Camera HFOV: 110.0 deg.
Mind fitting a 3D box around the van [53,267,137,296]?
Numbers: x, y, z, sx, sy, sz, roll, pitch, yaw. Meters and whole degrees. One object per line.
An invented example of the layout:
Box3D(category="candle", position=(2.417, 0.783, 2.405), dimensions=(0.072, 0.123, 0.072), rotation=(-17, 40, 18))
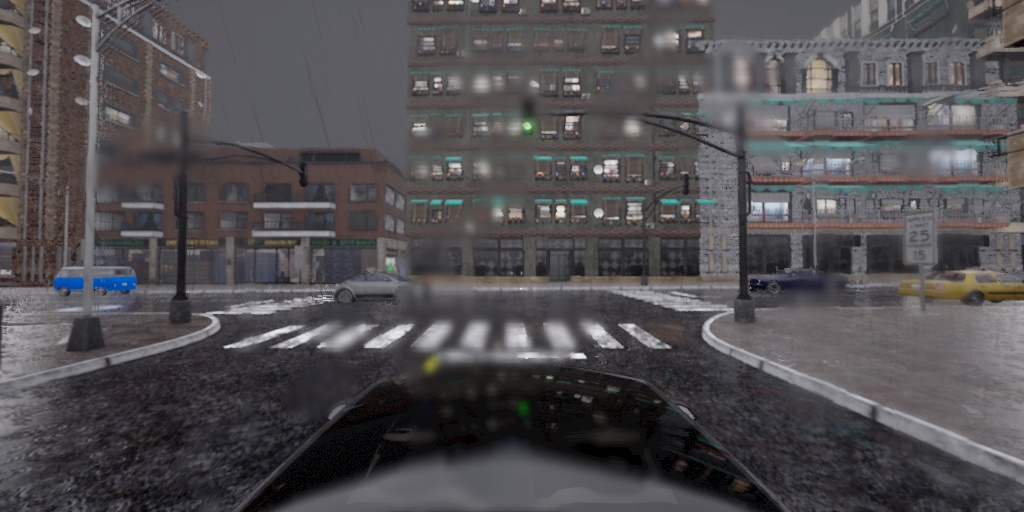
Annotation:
Box3D(category="van", position=(-26.087, 1.562, 22.454), dimensions=(3.998, 1.789, 1.690), rotation=(0, 0, 1))

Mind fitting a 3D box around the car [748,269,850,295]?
Box3D(category="car", position=(15.033, 1.371, 19.337), dimensions=(4.718, 1.301, 1.895), rotation=(-1, -1, 1))

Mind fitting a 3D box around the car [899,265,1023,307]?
Box3D(category="car", position=(17.639, 1.125, 13.495), dimensions=(4.829, 1.417, 1.751), rotation=(0, 0, 1))

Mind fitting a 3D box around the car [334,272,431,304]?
Box3D(category="car", position=(-5.854, 1.448, 16.514), dimensions=(4.181, 1.385, 1.994), rotation=(-1, -1, 1))
